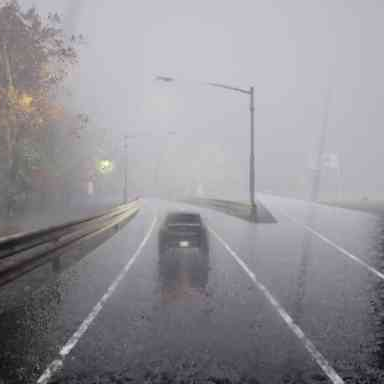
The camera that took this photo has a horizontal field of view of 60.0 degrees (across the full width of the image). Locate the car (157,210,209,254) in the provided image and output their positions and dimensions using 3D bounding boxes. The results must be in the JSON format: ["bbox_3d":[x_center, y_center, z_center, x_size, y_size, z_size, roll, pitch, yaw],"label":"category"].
[{"bbox_3d":[-0.366,1.495,13.551,1.837,1.490,4.892,0,0,-3],"label":"car"}]
